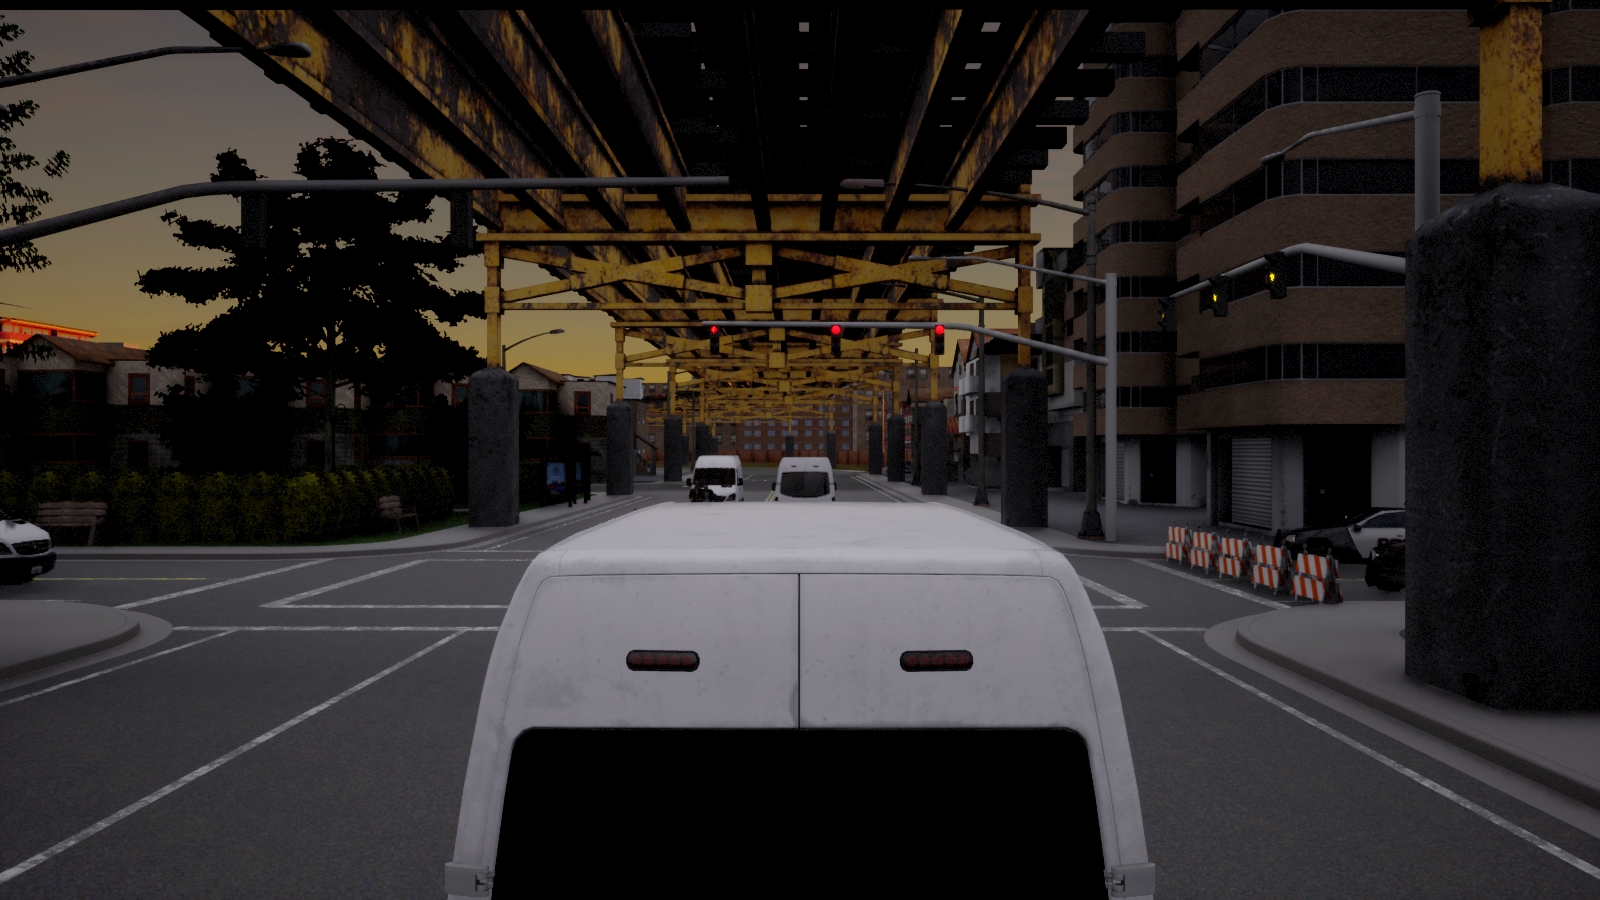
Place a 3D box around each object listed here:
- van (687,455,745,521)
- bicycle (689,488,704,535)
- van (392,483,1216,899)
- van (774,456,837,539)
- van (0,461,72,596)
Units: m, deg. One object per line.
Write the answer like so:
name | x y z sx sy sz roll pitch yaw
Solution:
van | -3.456 1.514 48.058 1.988 2.561 5.915 0 0 0
bicycle | -3.463 2.031 38.264 0.329 1.496 1.835 0 0 1
van | 0.015 1.531 5.717 1.988 2.561 5.915 0 0 0
van | 0.158 1.517 39.050 1.988 2.561 5.915 0 0 0
van | -18.171 1.525 22.888 5.915 2.561 1.988 0 0 1
